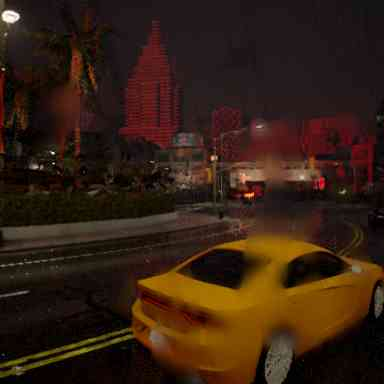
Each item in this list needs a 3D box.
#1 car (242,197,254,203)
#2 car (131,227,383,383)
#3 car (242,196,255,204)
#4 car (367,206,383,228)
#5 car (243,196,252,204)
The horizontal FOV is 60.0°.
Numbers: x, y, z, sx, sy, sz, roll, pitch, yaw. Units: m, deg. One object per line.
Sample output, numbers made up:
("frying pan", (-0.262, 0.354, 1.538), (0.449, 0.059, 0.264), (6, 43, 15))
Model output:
("car", (15.626, 2.131, 92.575), (2.231, 1.521, 4.892), (0, 0, 19))
("car", (1.439, 1.517, 5.425), (5.008, 1.535, 1.882), (0, 0, -42))
("car", (12.809, 2.011, 75.607), (2.097, 1.535, 5.008), (0, 0, 9))
("car", (12.270, 1.652, 21.022), (2.128, 1.511, 4.902), (0, 0, 25))
("car", (13.763, 1.930, 81.963), (2.185, 1.767, 4.553), (0, 0, 9))
